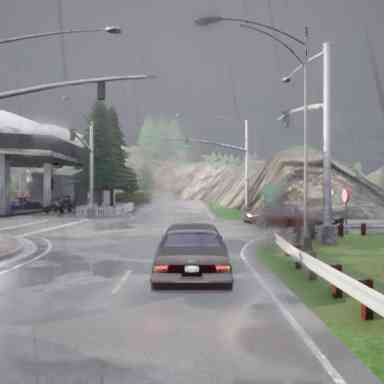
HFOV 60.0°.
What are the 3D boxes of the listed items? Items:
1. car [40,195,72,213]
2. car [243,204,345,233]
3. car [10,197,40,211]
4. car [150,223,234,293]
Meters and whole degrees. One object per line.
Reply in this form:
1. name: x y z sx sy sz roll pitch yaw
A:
1. car: -14.530 1.299 36.373 1.905 1.878 3.866 0 0 -1
2. car: 5.416 1.370 18.184 5.357 1.411 2.033 -1 0 43
3. car: -20.238 1.465 40.651 2.242 1.667 4.611 0 0 -1
4. car: 0.007 1.544 8.990 2.033 1.411 5.357 0 0 0
